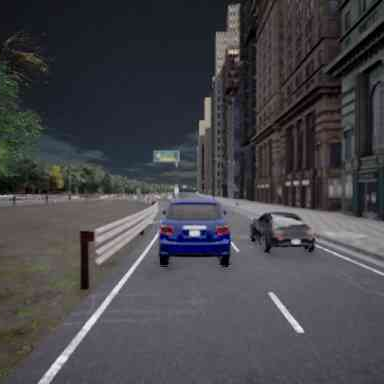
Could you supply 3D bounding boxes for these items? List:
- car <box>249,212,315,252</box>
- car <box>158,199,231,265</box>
[{"bbox_3d":[3.591,1.545,13.760,1.812,1.442,4.674,0,0,0],"label":"car"},{"bbox_3d":[0.086,1.236,11.817,2.150,2.045,5.566,0,0,0],"label":"car"}]
